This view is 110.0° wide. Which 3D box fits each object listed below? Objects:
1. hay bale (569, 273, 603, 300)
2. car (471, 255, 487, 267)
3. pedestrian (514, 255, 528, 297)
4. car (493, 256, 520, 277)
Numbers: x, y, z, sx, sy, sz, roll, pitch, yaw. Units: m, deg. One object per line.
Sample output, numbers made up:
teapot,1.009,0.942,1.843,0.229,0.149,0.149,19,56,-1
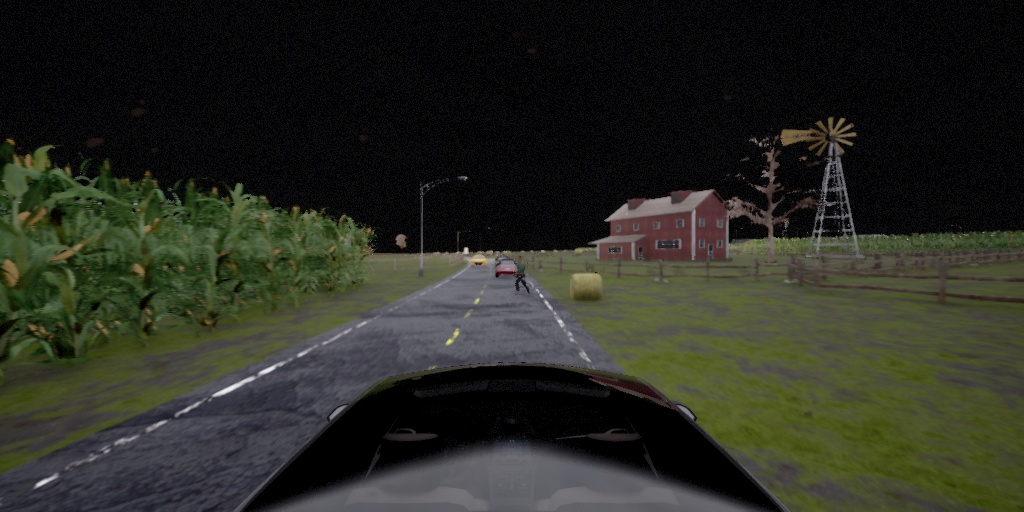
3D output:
hay bale,3.087,1.210,15.085,1.220,1.180,1.240,0,0,-1
car,-4.205,0.612,45.677,1.882,1.535,5.008,0,1,-4
pedestrian,0.409,0.839,15.817,0.375,1.860,0.375,0,1,-2
car,-0.385,0.920,29.192,1.994,1.385,4.181,0,1,-2
